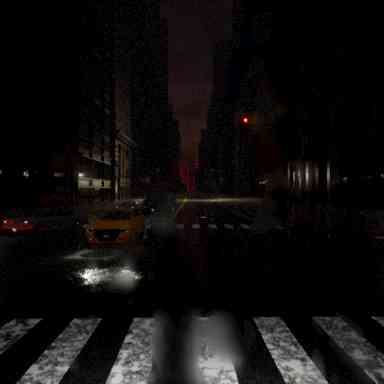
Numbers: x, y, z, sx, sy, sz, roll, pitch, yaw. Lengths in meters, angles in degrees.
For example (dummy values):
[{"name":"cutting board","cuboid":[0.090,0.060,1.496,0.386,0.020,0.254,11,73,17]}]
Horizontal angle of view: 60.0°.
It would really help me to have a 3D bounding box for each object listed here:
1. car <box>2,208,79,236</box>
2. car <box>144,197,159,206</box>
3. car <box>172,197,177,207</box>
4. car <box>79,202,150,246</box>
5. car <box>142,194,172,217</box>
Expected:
[{"name":"car","cuboid":[-8.151,1.601,18.912,1.895,1.301,4.718,-1,0,23]},{"name":"car","cuboid":[-6.616,1.560,54.396,1.895,1.301,4.718,0,0,0]},{"name":"car","cuboid":[-3.374,1.456,51.130,2.128,1.511,4.902,0,0,0]},{"name":"car","cuboid":[-3.367,1.465,15.491,1.882,1.535,5.008,0,0,0]},{"name":"car","cuboid":[-3.372,1.205,31.421,2.150,2.045,5.566,0,0,0]}]
